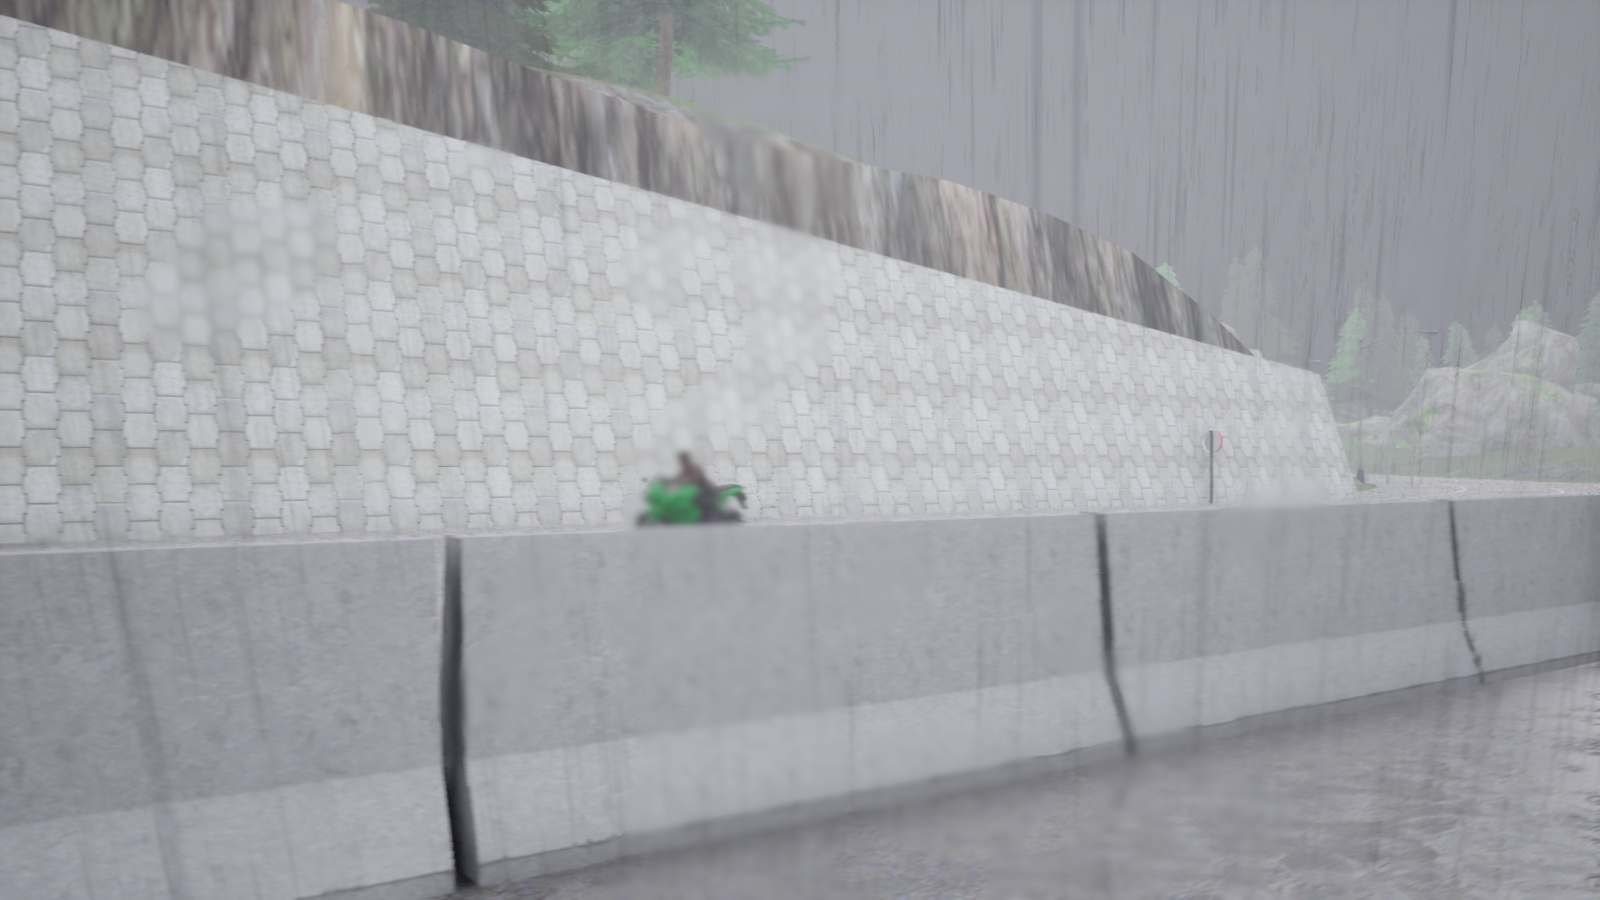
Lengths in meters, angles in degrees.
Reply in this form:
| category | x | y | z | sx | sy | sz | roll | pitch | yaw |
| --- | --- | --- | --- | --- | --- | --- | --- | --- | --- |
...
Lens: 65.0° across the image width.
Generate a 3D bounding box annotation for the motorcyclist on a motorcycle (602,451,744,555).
| category | x | y | z | sx | sy | sz | roll | pitch | yaw |
| --- | --- | --- | --- | --- | --- | --- | --- | --- | --- |
| motorcyclist on a motorcycle | -1.950 | 0.778 | 19.359 | 2.044 | 1.523 | 0.797 | 0 | 0 | -35 |
